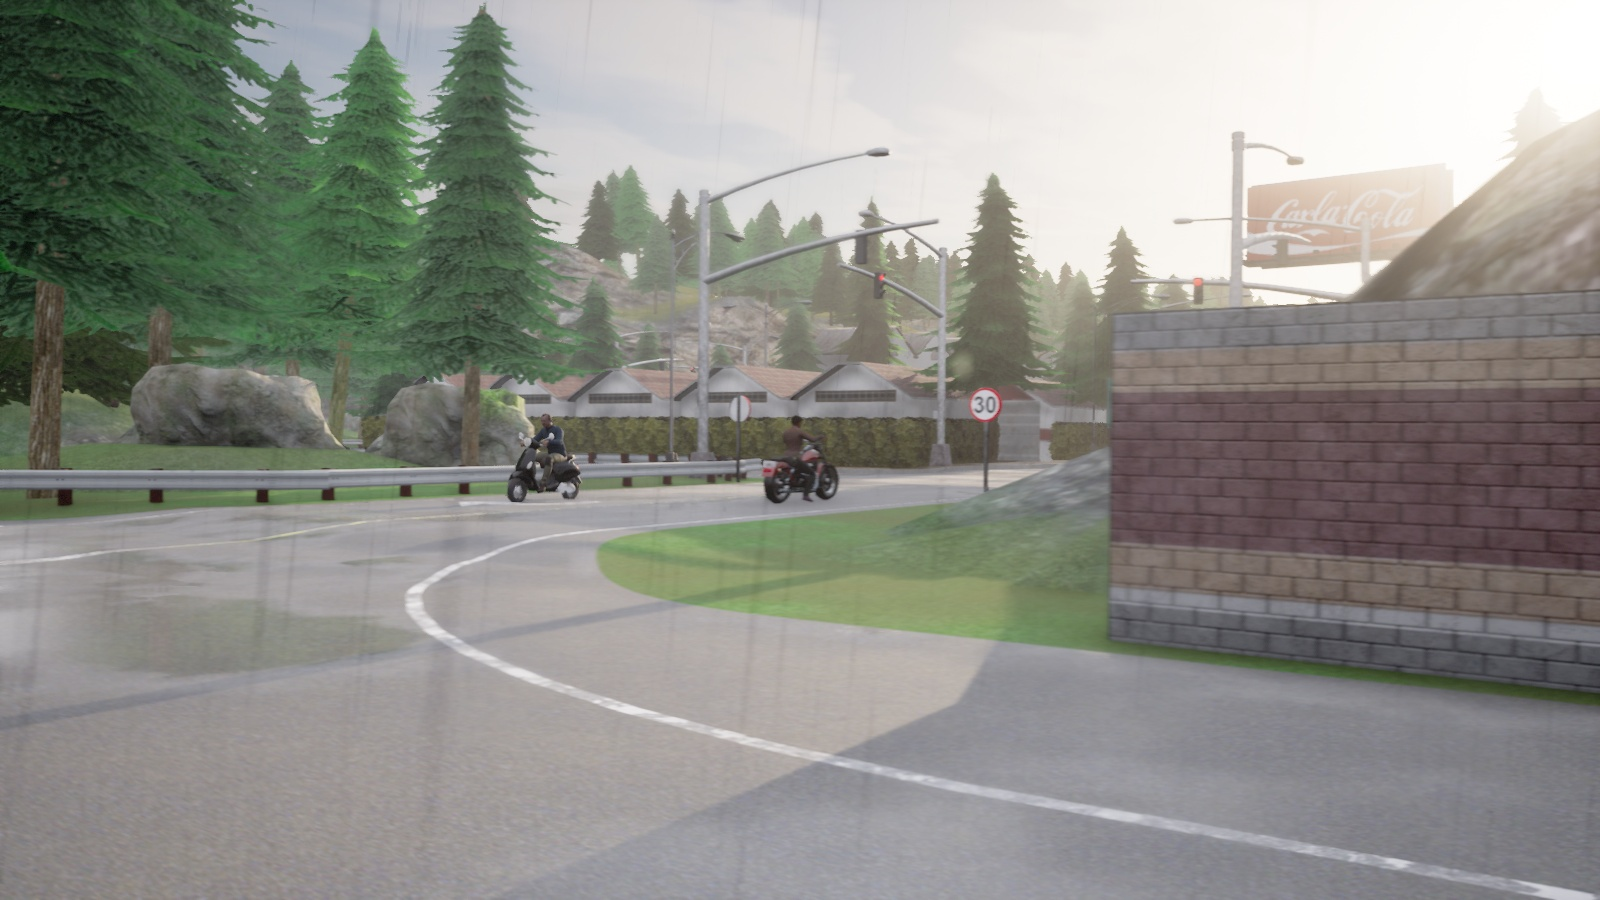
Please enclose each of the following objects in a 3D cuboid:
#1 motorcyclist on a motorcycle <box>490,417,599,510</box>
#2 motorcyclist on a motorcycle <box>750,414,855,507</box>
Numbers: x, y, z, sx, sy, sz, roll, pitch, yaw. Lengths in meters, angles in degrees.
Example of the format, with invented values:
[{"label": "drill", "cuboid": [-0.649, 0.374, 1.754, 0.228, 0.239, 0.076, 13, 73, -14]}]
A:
[{"label": "motorcyclist on a motorcycle", "cuboid": [-4.566, 0.219, 22.557, 0.866, 1.590, 1.817, 0, 1, 33]}, {"label": "motorcyclist on a motorcycle", "cuboid": [0.086, 0.165, 23.258, 0.766, 1.649, 2.350, 0, 1, 33]}]
